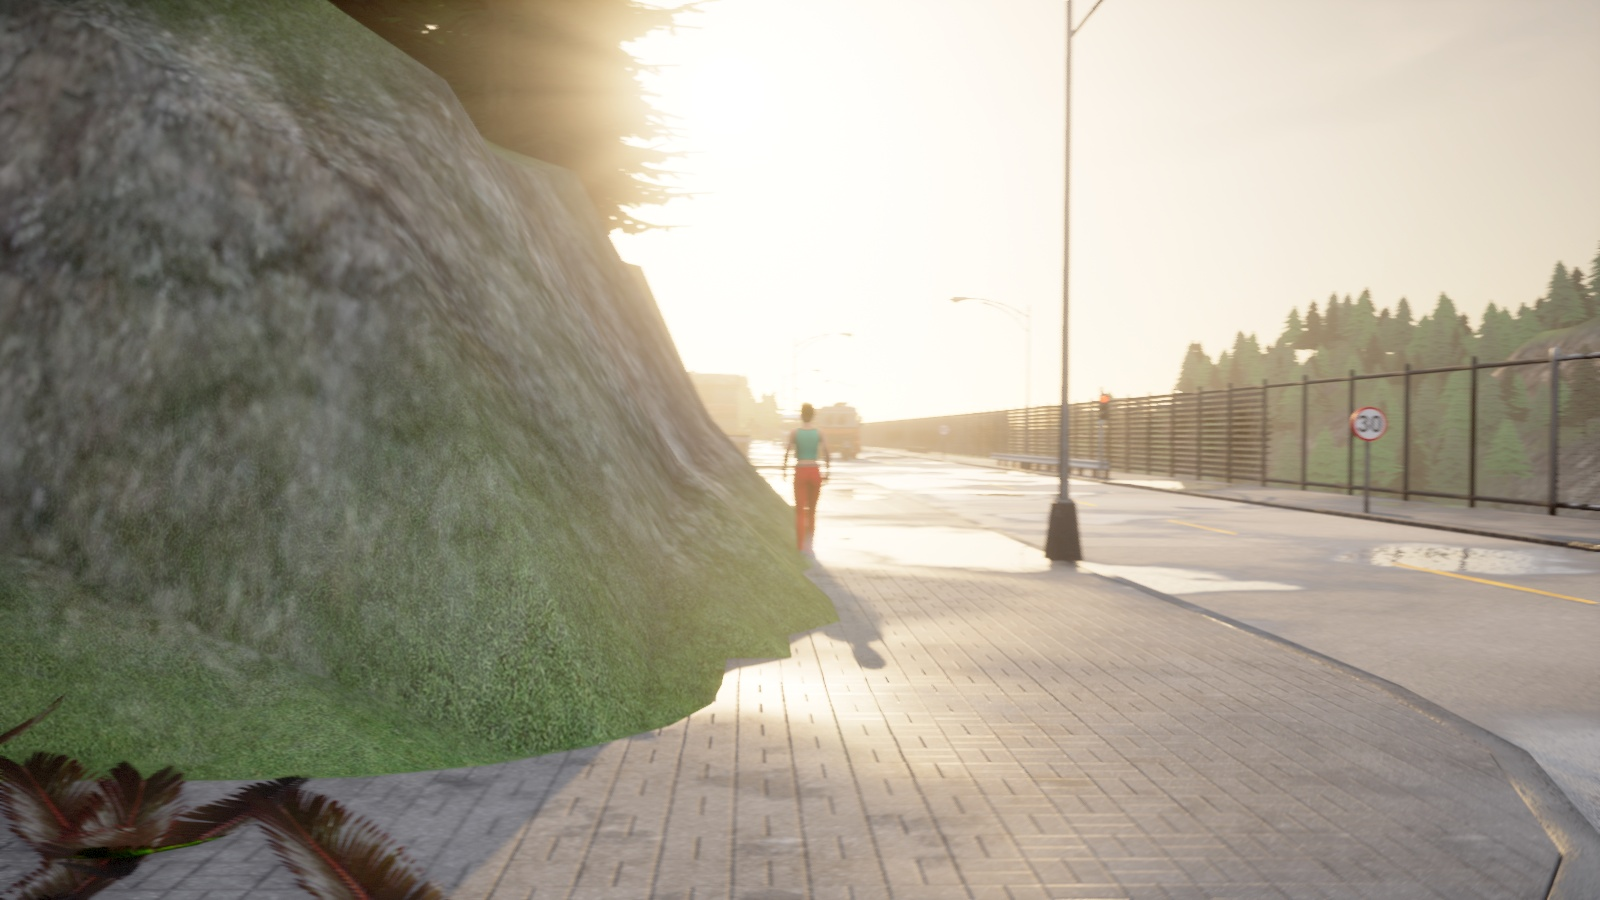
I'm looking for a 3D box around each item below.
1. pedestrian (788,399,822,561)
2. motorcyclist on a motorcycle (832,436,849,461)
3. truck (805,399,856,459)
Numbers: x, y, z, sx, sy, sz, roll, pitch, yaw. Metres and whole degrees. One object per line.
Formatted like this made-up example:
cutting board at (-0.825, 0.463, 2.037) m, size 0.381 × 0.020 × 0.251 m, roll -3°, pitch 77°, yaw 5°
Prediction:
pedestrian at (0.055, 0.336, 14.522) m, size 0.345 × 1.836 × 0.594 m, roll -1°, pitch 1°, yaw -3°
motorcyclist on a motorcycle at (2.463, -0.103, 76.375) m, size 0.866 × 1.530 × 2.191 m, roll -1°, pitch 1°, yaw -3°
truck at (1.990, -1.414, 86.277) m, size 2.891 × 3.827 × 8.468 m, roll -1°, pitch 1°, yaw -3°
